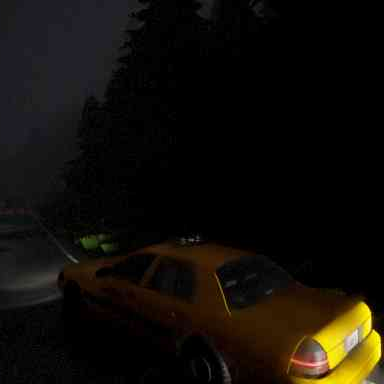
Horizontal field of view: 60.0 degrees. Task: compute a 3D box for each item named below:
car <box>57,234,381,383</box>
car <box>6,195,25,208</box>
[{"bbox_3d":[-0.250,1.418,5.074,5.366,1.575,1.801,1,1,44],"label":"car"},{"bbox_3d":[-21.160,1.058,40.034,2.128,1.511,4.902,-2,2,-26],"label":"car"}]
